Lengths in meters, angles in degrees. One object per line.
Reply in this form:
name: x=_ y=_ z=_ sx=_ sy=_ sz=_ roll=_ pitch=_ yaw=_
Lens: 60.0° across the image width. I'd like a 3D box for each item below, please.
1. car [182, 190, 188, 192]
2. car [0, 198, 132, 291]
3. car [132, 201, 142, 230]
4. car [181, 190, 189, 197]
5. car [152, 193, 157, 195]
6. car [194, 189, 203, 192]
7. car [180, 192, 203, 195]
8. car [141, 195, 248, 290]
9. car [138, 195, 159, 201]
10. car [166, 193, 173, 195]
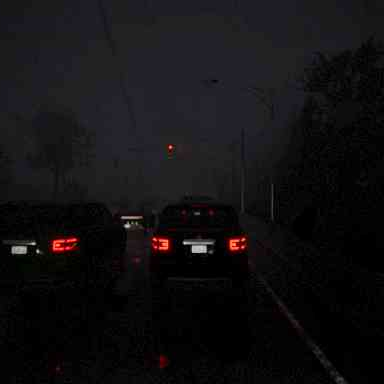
car: x=-2.036 y=1.046 z=77.274 sx=2.033 sy=1.411 sz=5.357 roll=0 pitch=3 yaw=1
car: x=-3.330 y=1.221 z=9.146 sx=2.150 sy=2.045 sz=5.566 roll=0 pitch=0 yaw=1
car: x=-3.187 y=1.490 z=19.013 sx=2.128 sy=1.511 sz=4.902 roll=0 pitch=0 yaw=1
car: x=-1.807 y=0.287 z=87.685 sx=1.882 sy=1.535 sz=5.008 roll=0 pitch=3 yaw=1
car: x=-8.990 y=0.923 z=79.424 sx=1.812 sy=1.442 sz=4.674 roll=0 pitch=3 yaw=1
car: x=1.472 y=0.843 z=77.573 sx=2.097 sy=1.767 sz=4.553 roll=0 pitch=3 yaw=1
car: x=0.328 y=1.220 z=19.563 sx=2.150 sy=2.045 sz=5.566 roll=0 pitch=0 yaw=1
car: x=0.171 y=1.221 z=9.233 sx=2.150 sy=2.045 sz=5.566 roll=0 pitch=0 yaw=1
car: x=-6.255 y=1.543 z=48.834 sx=2.033 sy=1.411 sz=5.357 roll=0 pitch=0 yaw=1
car: x=-5.496 y=0.937 z=79.114 sx=2.128 sy=1.511 sz=4.902 roll=0 pitch=3 yaw=1
